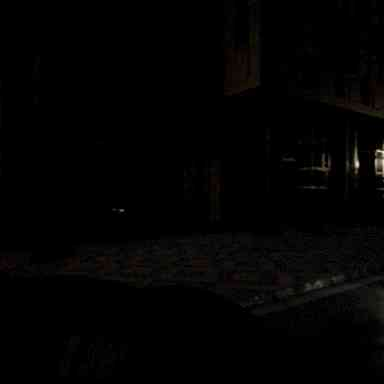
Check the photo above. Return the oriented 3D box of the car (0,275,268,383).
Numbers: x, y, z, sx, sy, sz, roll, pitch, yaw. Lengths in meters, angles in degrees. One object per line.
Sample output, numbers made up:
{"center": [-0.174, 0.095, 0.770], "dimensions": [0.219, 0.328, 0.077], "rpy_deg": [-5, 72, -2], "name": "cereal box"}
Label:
{"center": [-1.682, 1.451, 2.220], "dimensions": [5.008, 1.535, 1.882], "rpy_deg": [0, 0, -35], "name": "car"}
